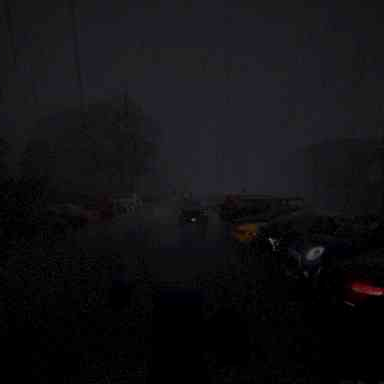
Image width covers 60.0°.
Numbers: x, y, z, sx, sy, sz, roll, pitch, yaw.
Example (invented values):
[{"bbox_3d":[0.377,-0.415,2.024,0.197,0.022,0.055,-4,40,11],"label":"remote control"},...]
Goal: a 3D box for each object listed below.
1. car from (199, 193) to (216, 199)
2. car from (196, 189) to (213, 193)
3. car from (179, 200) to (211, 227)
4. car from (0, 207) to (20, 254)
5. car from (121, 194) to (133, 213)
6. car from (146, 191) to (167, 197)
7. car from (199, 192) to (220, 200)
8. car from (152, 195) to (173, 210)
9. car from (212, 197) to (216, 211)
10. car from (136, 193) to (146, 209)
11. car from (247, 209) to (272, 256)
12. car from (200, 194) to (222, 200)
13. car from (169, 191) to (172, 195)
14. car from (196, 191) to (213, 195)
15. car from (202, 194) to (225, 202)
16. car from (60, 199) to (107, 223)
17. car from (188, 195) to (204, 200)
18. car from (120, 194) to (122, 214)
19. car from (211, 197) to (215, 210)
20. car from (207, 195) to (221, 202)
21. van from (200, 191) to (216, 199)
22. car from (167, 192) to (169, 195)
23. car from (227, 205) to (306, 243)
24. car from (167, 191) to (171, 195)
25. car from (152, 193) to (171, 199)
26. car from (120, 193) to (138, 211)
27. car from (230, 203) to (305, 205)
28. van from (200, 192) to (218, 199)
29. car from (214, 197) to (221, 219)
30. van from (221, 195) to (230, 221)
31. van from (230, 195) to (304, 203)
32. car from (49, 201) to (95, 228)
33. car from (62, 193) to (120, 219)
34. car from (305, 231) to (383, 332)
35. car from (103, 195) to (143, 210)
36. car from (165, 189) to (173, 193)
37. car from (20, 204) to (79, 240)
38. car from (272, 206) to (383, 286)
[{"bbox_3d":[4.401,1.087,92.986,4.674,1.452,2.002,0,1,0],"label":"car"},{"bbox_3d":[4.404,0.866,81.669,5.566,2.045,2.435,0,0,0],"label":"car"},{"bbox_3d":[0.095,1.496,22.366,1.812,1.442,4.674,0,0,0],"label":"car"},{"bbox_3d":[-8.574,1.343,10.890,4.553,1.767,2.185,0,0,0],"label":"car"},{"bbox_3d":[-8.579,1.306,33.044,4.553,1.767,2.185,0,0,0],"label":"car"},{"bbox_3d":[-8.200,1.033,70.362,4.553,1.767,2.185,0,0,0],"label":"car"},{"bbox_3d":[4.305,1.209,64.715,4.792,1.488,2.163,0,0,0],"label":"car"},{"bbox_3d":[-3.504,1.524,42.885,2.033,1.411,5.357,0,0,0],"label":"car"},{"bbox_3d":[4.562,1.466,30.390,4.792,1.488,2.163,0,0,0],"label":"car"},{"bbox_3d":[-8.578,1.170,38.739,5.566,2.045,2.435,0,0,0],"label":"car"},{"bbox_3d":[4.531,1.470,10.907,4.892,1.521,2.231,0,0,0],"label":"car"},{"bbox_3d":[4.367,1.138,76.019,5.008,1.535,2.097,0,0,0],"label":"car"},{"bbox_3d":[-8.165,1.136,84.356,4.792,1.488,2.163,0,0,0],"label":"car"},{"bbox_3d":[4.170,1.145,73.193,5.366,1.575,1.946,0,0,0],"label":"car"},{"bbox_3d":[4.339,1.209,67.542,4.674,1.452,2.002,0,0,0],"label":"car"},{"bbox_3d":[-8.731,1.448,21.905,5.366,1.575,1.946,0,0,0],"label":"car"},{"bbox_3d":[0.204,1.440,42.212,1.837,1.490,4.892,0,0,3],"label":"car"},{"bbox_3d":[-8.515,1.315,27.599,4.553,1.767,2.185,0,0,0],"label":"car"},{"bbox_3d":[4.529,1.471,33.173,4.674,1.452,2.002,0,0,0],"label":"car"},{"bbox_3d":[4.716,1.418,38.739,5.366,1.575,1.946,0,0,0],"label":"car"},{"bbox_3d":[4.280,0.857,90.026,4.442,1.987,1.878,0,0,0],"label":"van"},{"bbox_3d":[-8.219,1.148,73.062,5.008,1.535,2.097,0,0,0],"label":"car"},{"bbox_3d":[4.351,1.462,13.690,5.366,1.575,1.946,0,0,0],"label":"car"},{"bbox_3d":[-8.216,1.128,78.834,4.892,1.521,2.231,0,0,0],"label":"car"},{"bbox_3d":[-8.174,1.082,90.015,5.008,1.535,2.097,0,0,0],"label":"car"},{"bbox_3d":[-8.580,1.301,35.829,4.553,1.767,2.185,0,0,0],"label":"car"},{"bbox_3d":[4.542,1.462,16.473,4.892,1.521,2.231,0,0,0],"label":"car"},{"bbox_3d":[4.266,0.881,84.495,4.442,1.987,1.878,0,0,0],"label":"van"},{"bbox_3d":[4.540,1.442,27.606,4.892,1.521,2.231,0,0,0],"label":"car"},{"bbox_3d":[4.650,1.221,24.699,4.442,1.987,1.878,0,0,0],"label":"van"},{"bbox_3d":[4.652,1.230,19.257,4.442,1.987,1.878,0,0,0],"label":"van"},{"bbox_3d":[-8.550,1.456,19.245,5.008,1.535,2.097,0,0,0],"label":"car"},{"bbox_3d":[-8.574,1.195,24.689,5.566,2.045,2.435,0,0,0],"label":"car"},{"bbox_3d":[4.536,1.515,5.340,4.674,1.452,2.002,0,0,0],"label":"car"},{"bbox_3d":[-8.519,1.290,41.525,4.553,1.767,2.185,0,0,0],"label":"car"},{"bbox_3d":[-8.159,0.845,87.179,5.566,2.045,2.435,0,0,0],"label":"car"},{"bbox_3d":[-8.514,1.490,16.459,4.792,1.488,2.163,0,0,0],"label":"car"},{"bbox_3d":[4.569,1.347,8.122,4.553,1.767,2.185,0,0,0],"label":"car"}]
